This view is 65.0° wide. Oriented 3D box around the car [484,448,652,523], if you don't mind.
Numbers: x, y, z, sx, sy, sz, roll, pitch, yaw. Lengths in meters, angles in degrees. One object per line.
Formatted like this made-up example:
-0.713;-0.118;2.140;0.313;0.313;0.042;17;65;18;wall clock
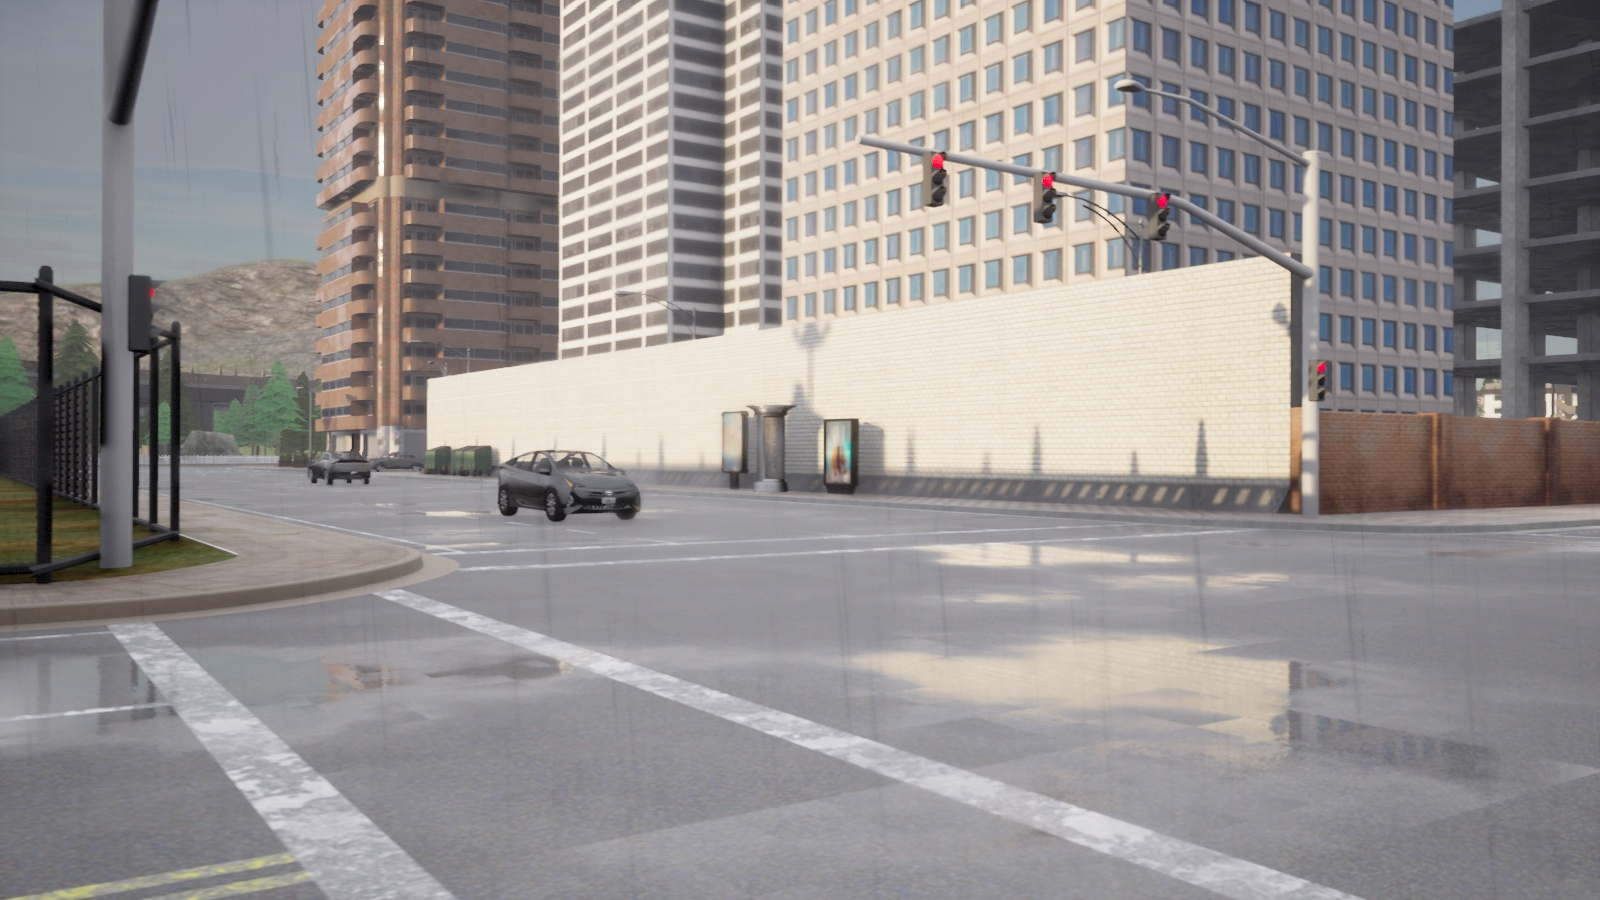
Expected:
-5.258;0.738;27.992;2.007;1.525;4.514;0;0;-34;car

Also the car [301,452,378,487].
-20.991;0.859;57.112;2.128;1.511;4.902;0;0;-34;car
